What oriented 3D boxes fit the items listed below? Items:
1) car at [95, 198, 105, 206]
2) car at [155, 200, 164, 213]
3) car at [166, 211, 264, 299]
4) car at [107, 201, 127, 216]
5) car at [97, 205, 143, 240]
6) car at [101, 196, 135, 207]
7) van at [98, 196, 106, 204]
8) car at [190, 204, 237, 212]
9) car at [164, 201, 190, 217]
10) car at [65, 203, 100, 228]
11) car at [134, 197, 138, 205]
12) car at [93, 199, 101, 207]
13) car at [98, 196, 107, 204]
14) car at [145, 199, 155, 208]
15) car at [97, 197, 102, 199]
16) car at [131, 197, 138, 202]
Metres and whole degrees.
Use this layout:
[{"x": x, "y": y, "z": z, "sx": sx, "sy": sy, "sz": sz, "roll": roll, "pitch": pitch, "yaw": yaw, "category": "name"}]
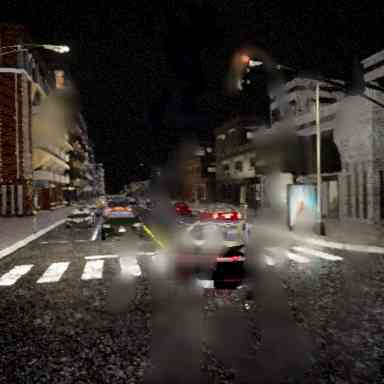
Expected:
[{"x": -18.705, "y": 2.020, "z": 67.961, "sx": 1.752, "sy": 1.417, "sz": 4.829, "roll": -2, "pitch": 0, "yaw": -14, "category": "car"}, {"x": -2.516, "y": 1.636, "z": 36.917, "sx": 2.008, "sy": 1.369, "sz": 4.403, "roll": -2, "pitch": 0, "yaw": -14, "category": "car"}, {"x": 0.727, "y": 1.438, "z": 8.356, "sx": 2.128, "sy": 1.511, "sz": 4.902, "roll": -1, "pitch": 0, "yaw": 12, "category": "car"}, {"x": -8.353, "y": 1.774, "z": 36.867, "sx": 1.994, "sy": 1.385, "sz": 4.181, "roll": -1, "pitch": 0, "yaw": -14, "category": "car"}, {"x": -3.760, "y": 1.647, "z": 17.608, "sx": 1.994, "sy": 1.385, "sz": 4.181, "roll": -1, "pitch": 0, "yaw": -14, "category": "car"}, {"x": -6.066, "y": 1.497, "z": 27.134, "sx": 2.097, "sy": 1.767, "sz": 4.553, "roll": -1, "pitch": 0, "yaw": -13, "category": "car"}, {"x": -21.448, "y": 1.923, "z": 79.196, "sx": 1.690, "sy": 1.788, "sz": 3.998, "roll": -2, "pitch": 0, "yaw": -14, "category": "van"}, {"x": 1.527, "y": 1.414, "z": 20.312, "sx": 1.967, "sy": 1.590, "sz": 4.097, "roll": -2, "pitch": 0, "yaw": -14, "category": "car"}, {"x": -1.166, "y": 1.629, "z": 31.382, "sx": 1.802, "sy": 1.307, "sz": 4.206, "roll": -2, "pitch": 0, "yaw": -14, "category": "car"}, {"x": -7.956, "y": 1.732, "z": 23.851, "sx": 2.008, "sy": 1.369, "sz": 4.403, "roll": -2, "pitch": 0, "yaw": -14, "category": "car"}, {"x": -10.949, "y": 1.875, "z": 60.619, "sx": 1.994, "sy": 1.385, "sz": 4.181, "roll": -1, "pitch": 0, "yaw": -14, "category": "car"}, {"x": -10.653, "y": 1.806, "z": 34.920, "sx": 2.008, "sy": 1.369, "sz": 4.403, "roll": -2, "pitch": 0, "yaw": -14, "category": "car"}, {"x": -22.797, "y": 1.941, "z": 84.729, "sx": 2.192, "sy": 1.841, "sz": 5.009, "roll": -2, "pitch": 0, "yaw": -14, "category": "car"}, {"x": -6.561, "y": 1.752, "z": 53.521, "sx": 2.008, "sy": 1.369, "sz": 4.403, "roll": -2, "pitch": 0, "yaw": -14, "category": "car"}, {"x": -14.659, "y": 1.896, "z": 51.359, "sx": 1.752, "sy": 1.417, "sz": 4.829, "roll": -2, "pitch": 0, "yaw": -14, "category": "car"}, {"x": -16.001, "y": 2.082, "z": 92.263, "sx": 1.802, "sy": 1.307, "sz": 4.206, "roll": -2, "pitch": 0, "yaw": -14, "category": "car"}]
